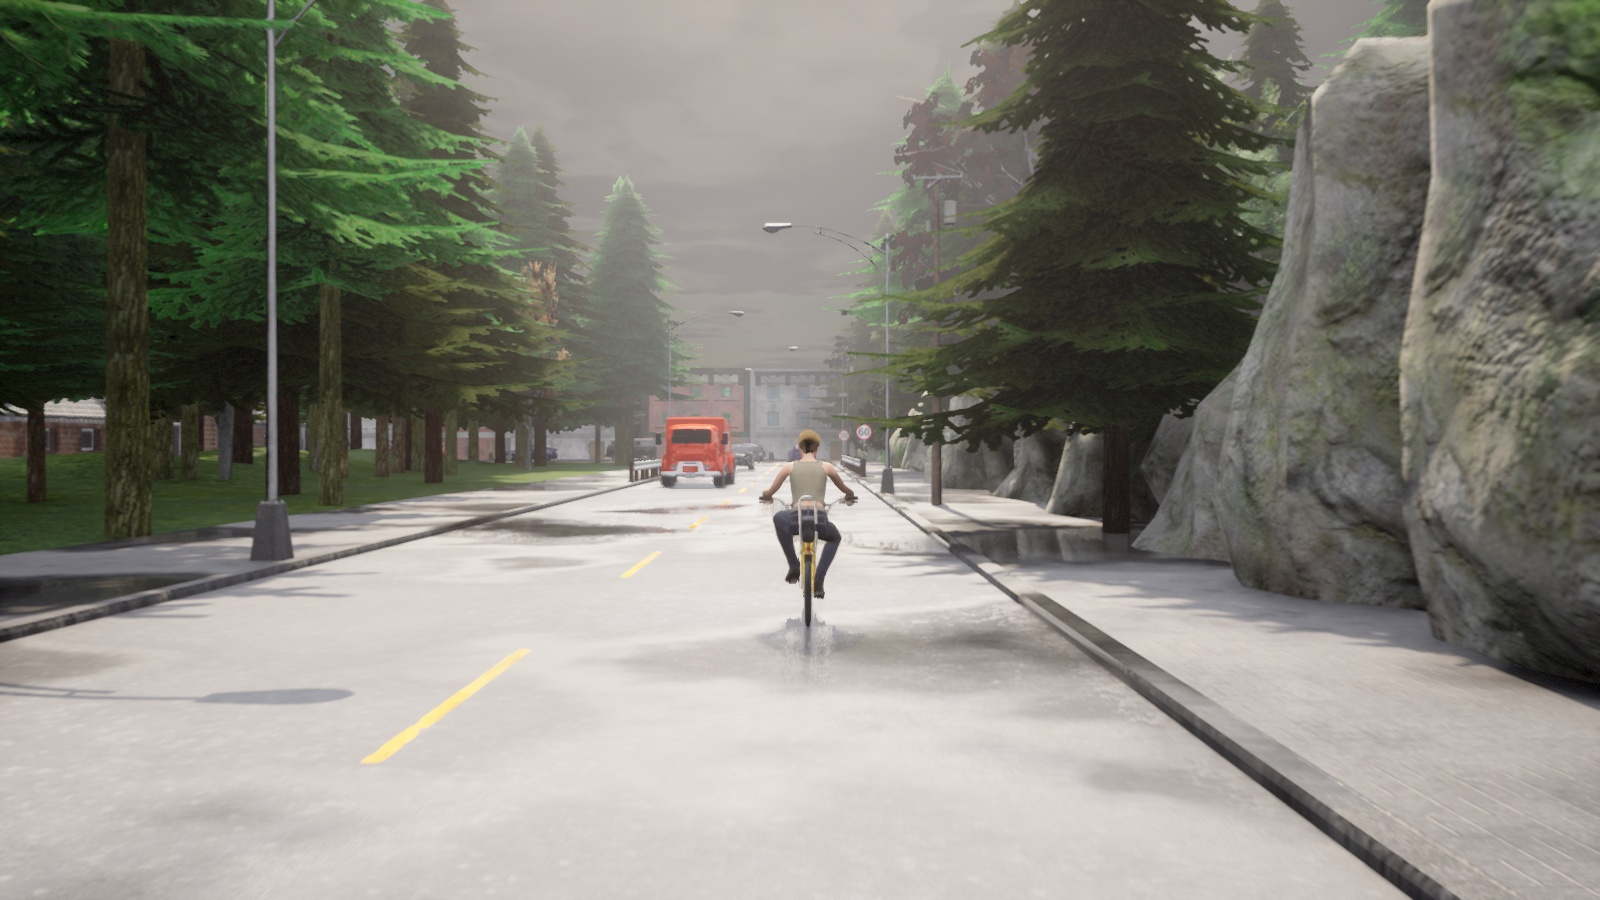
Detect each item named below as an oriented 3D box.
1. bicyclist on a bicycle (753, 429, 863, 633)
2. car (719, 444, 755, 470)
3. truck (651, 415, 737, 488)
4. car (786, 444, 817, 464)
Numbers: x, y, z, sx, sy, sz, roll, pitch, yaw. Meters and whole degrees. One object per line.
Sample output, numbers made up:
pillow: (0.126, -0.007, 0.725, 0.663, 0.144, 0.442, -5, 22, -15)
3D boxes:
bicyclist on a bicycle: (0.071, 0.635, 10.647, 0.866, 1.612, 1.509, 0, 0, 1)
car: (-3.665, 0.416, 73.475, 1.837, 1.490, 4.892, 0, 0, 0)
truck: (-3.729, 0.056, 45.148, 2.627, 2.467, 5.204, 0, 0, 0)
car: (0.092, 0.282, 97.525, 1.882, 1.535, 5.008, 0, 0, -6)
